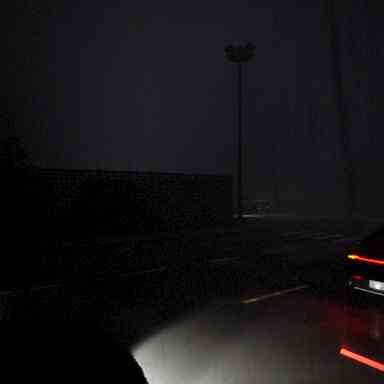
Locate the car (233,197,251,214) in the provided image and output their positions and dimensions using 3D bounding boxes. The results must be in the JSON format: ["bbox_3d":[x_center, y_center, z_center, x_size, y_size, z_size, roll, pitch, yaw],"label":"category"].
[{"bbox_3d":[3.039,1.490,33.284,2.033,1.411,5.357,0,0,-35],"label":"car"}]

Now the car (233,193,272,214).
[{"bbox_3d":[5.900,1.163,35.298,2.150,2.045,5.566,0,0,-35],"label":"car"}]

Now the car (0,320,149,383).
[{"bbox_3d":[-2.297,1.564,2.115,4.181,1.385,1.994,0,0,-35],"label":"car"}]

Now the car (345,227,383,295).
[{"bbox_3d":[5.446,1.504,7.657,4.892,1.490,1.837,0,0,-36],"label":"car"}]
